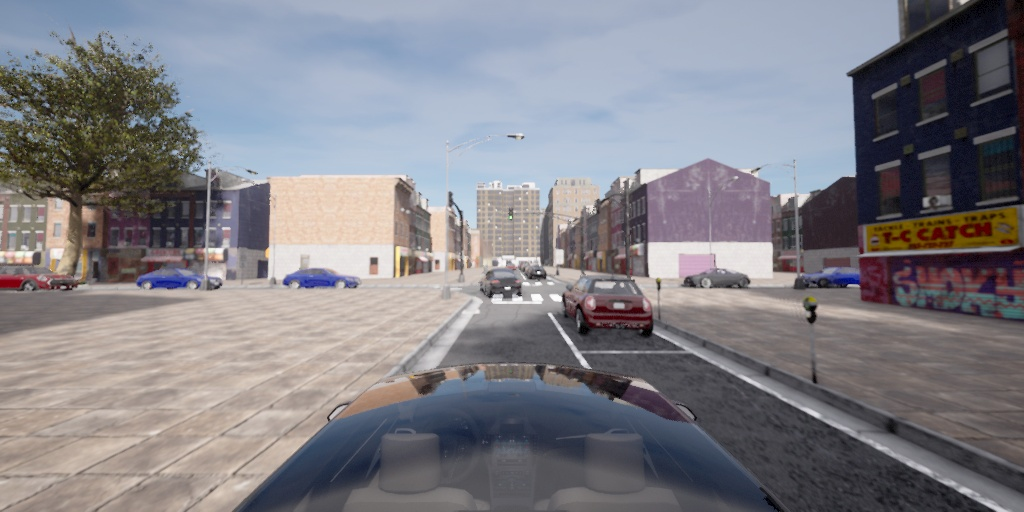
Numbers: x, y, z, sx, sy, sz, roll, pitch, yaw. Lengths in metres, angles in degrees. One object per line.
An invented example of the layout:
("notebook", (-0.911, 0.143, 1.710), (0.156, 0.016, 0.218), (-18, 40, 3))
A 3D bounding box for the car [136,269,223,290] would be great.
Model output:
("car", (-21.198, 1.524, 22.941), (4.674, 1.442, 1.812), (-1, -2, 1))

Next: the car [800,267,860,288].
("car", (23.059, 1.525, 25.620), (4.674, 1.442, 1.812), (0, -2, 0))

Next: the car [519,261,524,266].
("car", (2.626, 2.033, 59.322), (1.948, 1.339, 4.313), (0, 0, 0))

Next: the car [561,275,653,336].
("car", (2.638, 1.275, 10.834), (1.967, 1.591, 4.097), (0, 0, 0))

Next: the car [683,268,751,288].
("car", (14.605, 1.568, 25.672), (4.181, 1.385, 1.994), (0, -2, 0))

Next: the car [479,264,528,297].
("car", (-0.681, 1.403, 20.068), (1.812, 1.442, 4.674), (0, 1, -12))

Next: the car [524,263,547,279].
("car", (2.631, 1.703, 37.577), (1.948, 1.339, 4.313), (0, 0, 0))

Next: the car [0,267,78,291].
("car", (-30.997, 1.456, 23.017), (4.553, 1.767, 2.097), (-1, -2, 0))

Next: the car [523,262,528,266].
("car", (2.630, 1.779, 43.012), (1.948, 1.339, 4.313), (0, 0, 0))

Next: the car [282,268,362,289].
("car", (-12.056, 1.458, 22.886), (4.674, 1.442, 1.812), (0, -2, 0))

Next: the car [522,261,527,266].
("car", (2.628, 1.819, 48.618), (1.751, 1.417, 4.829), (0, 0, 0))
